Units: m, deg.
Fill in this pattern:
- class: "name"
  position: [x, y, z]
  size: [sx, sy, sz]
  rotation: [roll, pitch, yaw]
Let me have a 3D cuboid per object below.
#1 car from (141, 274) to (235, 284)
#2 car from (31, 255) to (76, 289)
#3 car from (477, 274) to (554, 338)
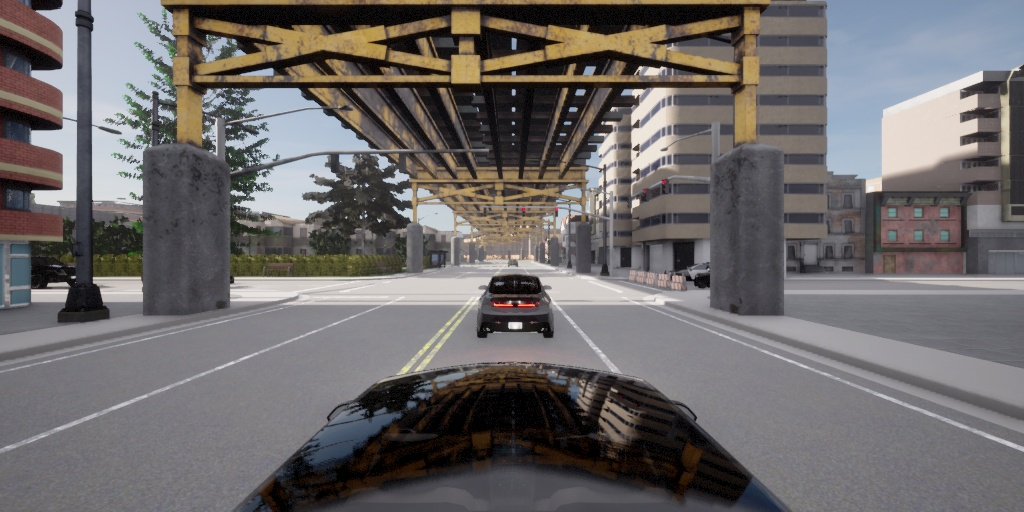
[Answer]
- class: "car"
  position: [-20.032, 1.255, 22.275]
  size: [4.892, 1.490, 1.837]
  rotation: [0, 0, 0]
- class: "car"
  position: [-30.046, 0.971, 22.336]
  size: [5.566, 2.045, 2.150]
  rotation: [0, 0, 0]
- class: "car"
  position: [0.088, 1.255, 10.160]
  size: [1.837, 1.490, 4.892]
  rotation: [0, 0, 0]
